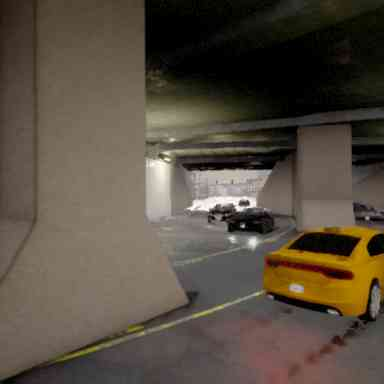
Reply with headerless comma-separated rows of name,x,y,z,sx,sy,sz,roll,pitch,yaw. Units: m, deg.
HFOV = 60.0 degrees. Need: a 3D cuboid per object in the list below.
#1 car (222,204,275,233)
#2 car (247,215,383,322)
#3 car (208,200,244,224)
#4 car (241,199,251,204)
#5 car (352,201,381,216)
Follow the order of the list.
car,3.632,1.681,19.941,1.994,1.385,4.181,0,0,26
car,3.534,1.511,7.489,1.882,1.535,5.008,0,0,44
car,2.552,1.659,26.435,2.128,1.511,4.902,0,0,15
car,9.810,1.965,61.852,1.895,1.301,4.718,0,0,5
car,13.756,1.710,27.467,1.895,1.301,4.718,0,0,11
